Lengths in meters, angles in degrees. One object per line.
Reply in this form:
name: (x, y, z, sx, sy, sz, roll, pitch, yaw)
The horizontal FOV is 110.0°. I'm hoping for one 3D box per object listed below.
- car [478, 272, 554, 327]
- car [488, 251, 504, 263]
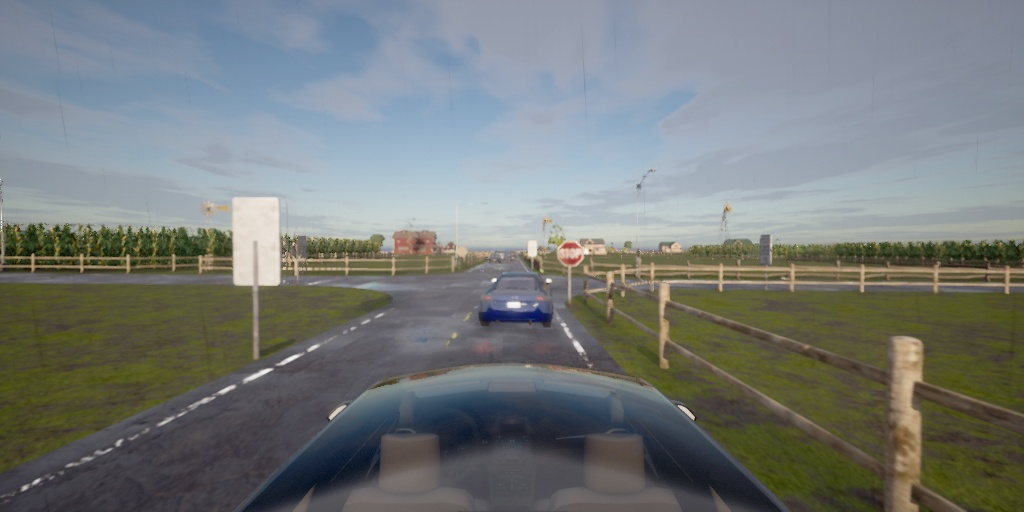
car: (0.260, 1.161, 10.908, 1.994, 1.385, 4.181, 0, 1, 6)
car: (-2.656, 0.353, 55.981, 1.837, 1.490, 4.892, 0, 1, 1)
